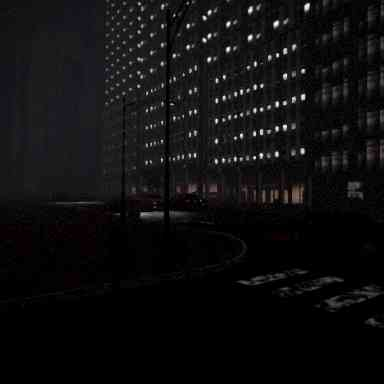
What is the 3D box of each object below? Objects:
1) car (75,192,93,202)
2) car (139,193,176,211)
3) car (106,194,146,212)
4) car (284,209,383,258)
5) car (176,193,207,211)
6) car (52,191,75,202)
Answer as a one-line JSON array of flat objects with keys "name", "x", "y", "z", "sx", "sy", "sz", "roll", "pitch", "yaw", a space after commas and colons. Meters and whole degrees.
[{"name": "car", "x": -16.710, "y": 0.704, "z": 50.994, "sx": 1.812, "sy": 1.442, "sz": 4.674, "roll": 1, "pitch": 0, "yaw": -35}, {"name": "car", "x": -3.883, "y": 0.892, "z": 32.481, "sx": 2.097, "sy": 1.767, "sz": 4.553, "roll": 1, "pitch": 1, "yaw": -35}, {"name": "car", "x": -6.318, "y": 1.077, "z": 30.289, "sx": 1.994, "sy": 1.385, "sz": 4.181, "roll": 1, "pitch": 1, "yaw": -35}, {"name": "car", "x": 5.872, "y": 1.459, "z": 12.852, "sx": 1.837, "sy": 1.490, "sz": 4.892, "roll": 1, "pitch": 1, "yaw": -35}, {"name": "car", "x": -0.931, "y": 0.930, "z": 34.276, "sx": 2.097, "sy": 1.767, "sz": 4.553, "roll": 1, "pitch": 0, "yaw": -35}, {"name": "car", "x": -19.241, "y": 0.626, "z": 48.939, "sx": 1.882, "sy": 1.535, "sz": 5.008, "roll": 1, "pitch": 0, "yaw": -35}]
